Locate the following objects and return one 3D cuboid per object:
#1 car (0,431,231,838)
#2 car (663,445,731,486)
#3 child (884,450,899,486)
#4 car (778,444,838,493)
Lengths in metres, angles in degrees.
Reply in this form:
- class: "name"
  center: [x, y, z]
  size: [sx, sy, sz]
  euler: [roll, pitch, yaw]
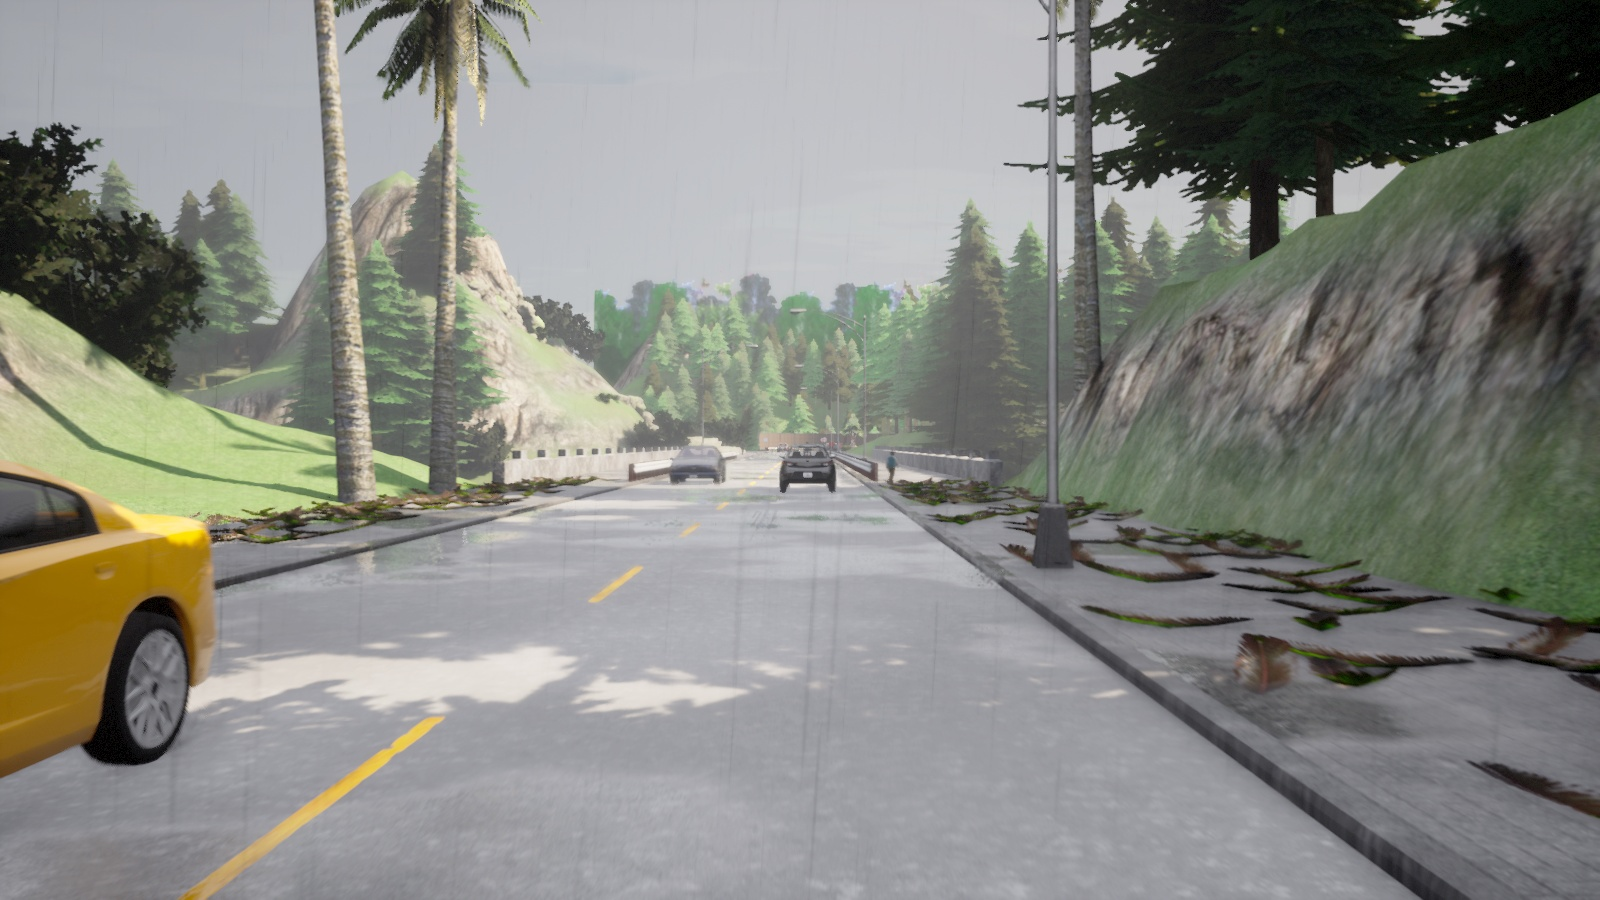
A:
- class: "car"
  center: [-3.961, 0.697, 4.135]
  size: [1.882, 1.535, 5.008]
  euler: [0, 0, 0]
- class: "car"
  center: [-3.714, 0.530, 46.217]
  size: [2.033, 1.411, 5.357]
  euler: [0, 0, 0]
- class: "child"
  center: [3.081, 0.600, 42.205]
  size: [0.343, 1.192, 0.448]
  euler: [0, 0, 26]
- class: "car"
  center: [0.249, 0.535, 40.000]
  size: [1.816, 1.474, 4.193]
  euler: [0, 0, 0]
